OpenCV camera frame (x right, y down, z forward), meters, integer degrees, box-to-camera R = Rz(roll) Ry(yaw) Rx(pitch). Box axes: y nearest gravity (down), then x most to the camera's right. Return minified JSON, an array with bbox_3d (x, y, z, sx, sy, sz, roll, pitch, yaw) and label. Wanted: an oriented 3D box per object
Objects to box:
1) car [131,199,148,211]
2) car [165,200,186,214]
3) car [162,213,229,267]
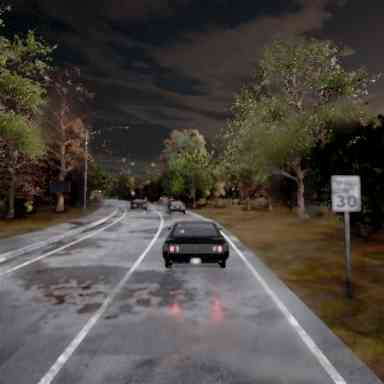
[{"bbox_3d":[-6.650,1.570,41.664,1.994,1.385,4.181,1,0,-12],"label":"car"},{"bbox_3d":[-1.846,1.615,36.468,2.033,1.411,5.357,1,0,-9],"label":"car"},{"bbox_3d":[0.094,1.618,11.421,1.895,1.301,4.718,0,0,0],"label":"car"}]
